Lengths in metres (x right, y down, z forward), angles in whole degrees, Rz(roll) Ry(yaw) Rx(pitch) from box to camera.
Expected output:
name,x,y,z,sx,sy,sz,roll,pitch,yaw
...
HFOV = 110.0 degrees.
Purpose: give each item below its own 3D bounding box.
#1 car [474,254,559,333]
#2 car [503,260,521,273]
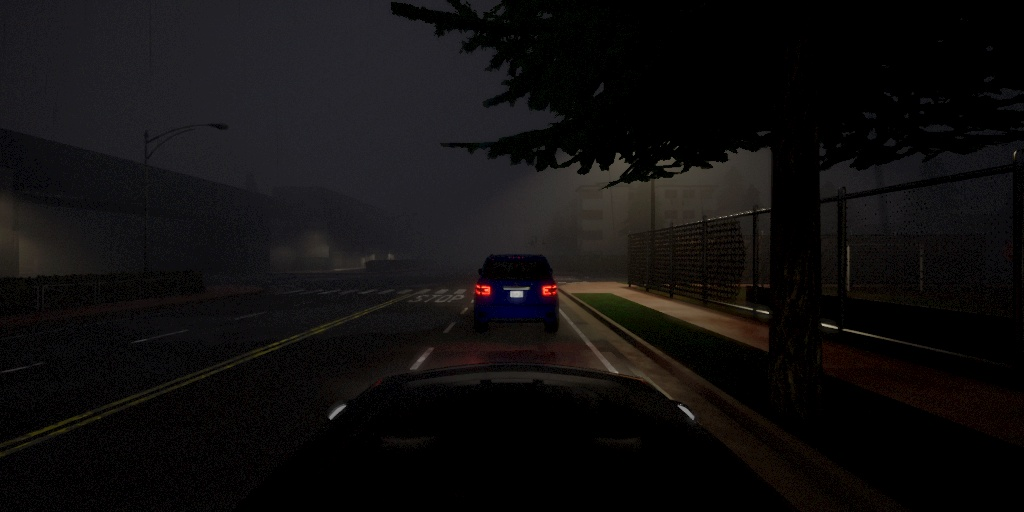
name,x,y,z,sx,sy,sz,roll,pitch,yaw
car,0.113,0.972,10.933,2.150,2.045,5.566,0,0,0
car,0.013,1.241,45.770,2.128,1.511,4.902,0,0,0
